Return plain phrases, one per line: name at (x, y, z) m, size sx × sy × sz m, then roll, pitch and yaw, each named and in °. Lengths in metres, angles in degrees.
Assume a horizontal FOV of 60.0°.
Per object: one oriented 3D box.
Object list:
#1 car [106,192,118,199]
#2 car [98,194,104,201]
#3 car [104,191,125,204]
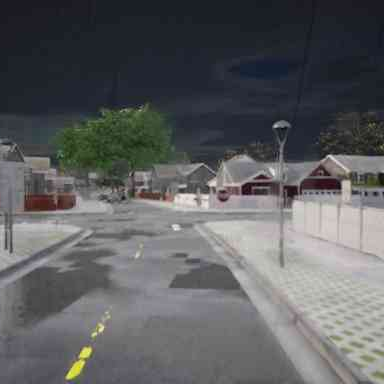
car at (-18.730, 0.850, 77.588) m, size 2.128 × 1.511 × 4.902 m, roll -1°, pitch 1°, yaw -20°
car at (-18.687, 1.092, 69.907) m, size 2.033 × 1.411 × 5.357 m, roll -1°, pitch 1°, yaw -22°
car at (-13.032, 0.998, 55.595) m, size 2.097 × 1.767 × 4.553 m, roll -1°, pitch 1°, yaw -19°
